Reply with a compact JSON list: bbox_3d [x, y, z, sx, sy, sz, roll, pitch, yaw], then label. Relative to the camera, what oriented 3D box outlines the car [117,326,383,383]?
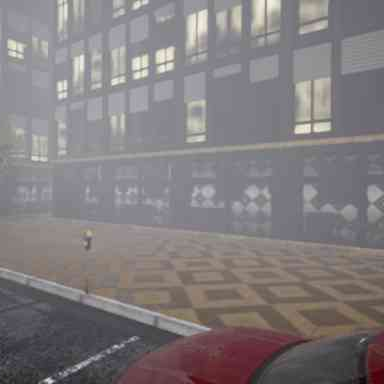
[{"bbox_3d":[1.440,1.546,1.843,4.507,1.381,1.887,1,0,36],"label":"car"}]
